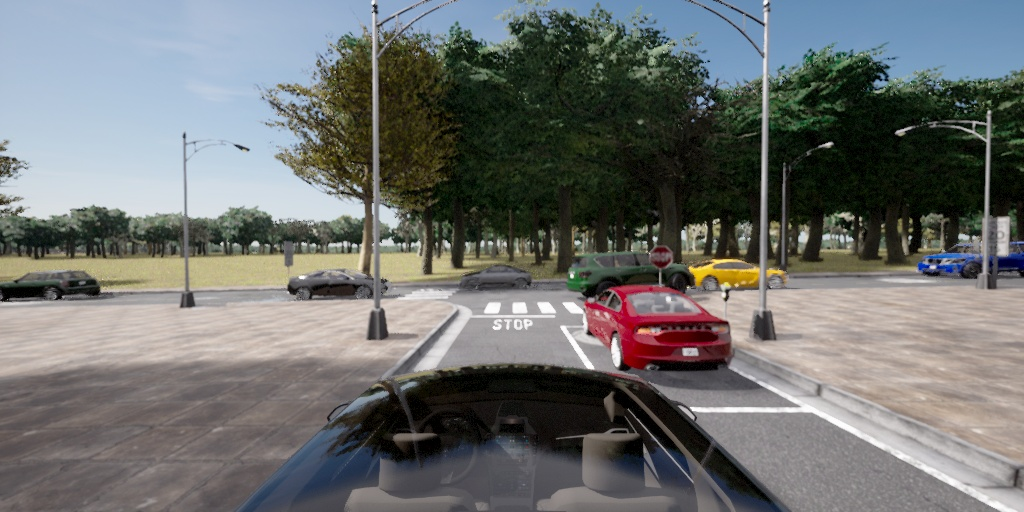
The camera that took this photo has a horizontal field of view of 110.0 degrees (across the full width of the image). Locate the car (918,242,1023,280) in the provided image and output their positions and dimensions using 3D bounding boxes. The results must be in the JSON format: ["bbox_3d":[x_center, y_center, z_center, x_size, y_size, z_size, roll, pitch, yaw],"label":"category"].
[{"bbox_3d":[27.209,0.231,20.817,5.566,2.045,2.150,-1,1,0],"label":"car"}]

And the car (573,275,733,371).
[{"bbox_3d":[2.658,1.277,7.534,1.888,1.381,4.507,0,0,0],"label":"car"}]

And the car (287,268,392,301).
[{"bbox_3d":[-8.595,1.390,18.020,4.902,1.511,2.128,-1,1,0],"label":"car"}]

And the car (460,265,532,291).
[{"bbox_3d":[-0.912,1.222,20.936,4.181,1.385,1.994,-1,1,0],"label":"car"}]

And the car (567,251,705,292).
[{"bbox_3d":[5.207,0.813,15.967,5.566,2.045,2.150,-3,-1,-12],"label":"car"}]

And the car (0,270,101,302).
[{"bbox_3d":[-27.307,1.653,21.037,4.553,1.767,2.097,-1,1,0],"label":"car"}]

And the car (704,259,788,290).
[{"bbox_3d":[11.079,0.907,18.197,5.008,1.535,1.882,-2,1,3],"label":"car"}]
